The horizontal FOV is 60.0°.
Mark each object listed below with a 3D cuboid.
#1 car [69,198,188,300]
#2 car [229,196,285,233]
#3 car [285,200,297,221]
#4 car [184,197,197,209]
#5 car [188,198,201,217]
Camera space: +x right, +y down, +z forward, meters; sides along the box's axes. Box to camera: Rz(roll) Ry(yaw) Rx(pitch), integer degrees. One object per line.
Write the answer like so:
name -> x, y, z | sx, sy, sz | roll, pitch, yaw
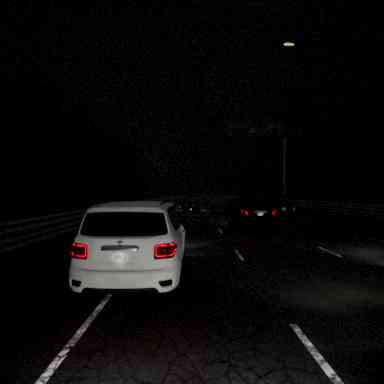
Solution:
car -> -1.278, 1.226, 8.517 | 2.150, 2.045, 5.566 | 0, 0, 0
car -> 3.496, 1.230, 19.718 | 2.150, 2.045, 5.566 | 0, 0, 0
car -> 6.962, 1.364, 27.295 | 2.097, 1.767, 4.553 | 0, 0, 0
car -> -0.180, 1.549, 46.866 | 1.837, 1.490, 4.892 | 0, 0, 0
car -> -0.104, 1.527, 36.515 | 1.837, 1.490, 4.892 | 0, 0, 0
